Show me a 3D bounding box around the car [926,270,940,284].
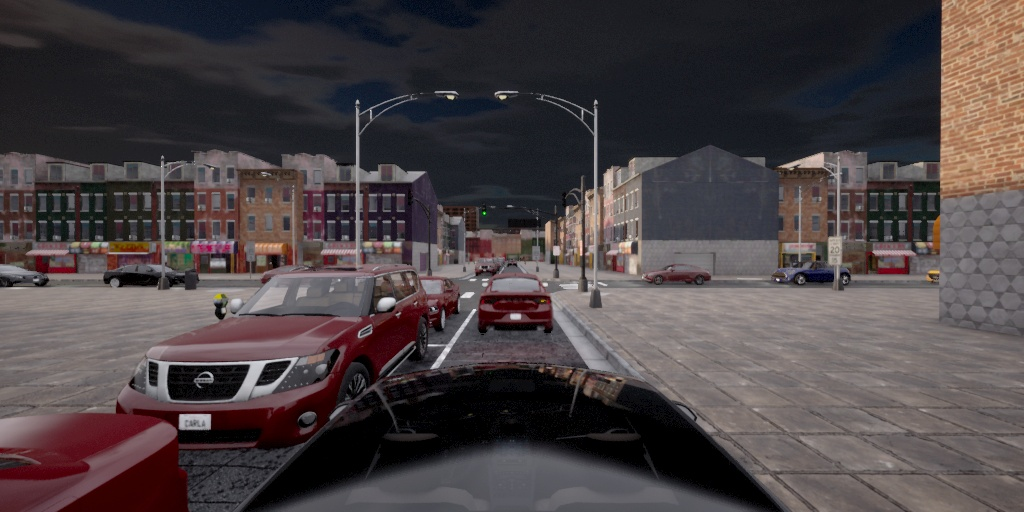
[{"bbox_3d":[32.846,1.274,25.686,5.008,1.535,1.882,0,0,0],"label":"car"}]

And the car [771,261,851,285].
[{"bbox_3d":[21.309,1.129,25.708,4.553,1.767,2.097,0,0,0],"label":"car"}]

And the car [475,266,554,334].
[{"bbox_3d":[0.095,1.229,10.699,1.882,1.535,5.008,0,0,0],"label":"car"}]

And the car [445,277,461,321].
[{"bbox_3d":[-2.645,1.296,10.939,1.888,1.381,4.507,0,0,0],"label":"car"}]

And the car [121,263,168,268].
[{"bbox_3d":[-22.811,1.226,22.809,5.008,1.535,1.882,0,0,0],"label":"car"}]

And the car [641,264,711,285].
[{"bbox_3d":[11.735,1.290,25.718,4.674,1.442,1.812,0,0,2],"label":"car"}]

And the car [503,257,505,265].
[{"bbox_3d":[-2.680,1.351,64.482,2.007,1.370,4.403,0,0,0],"label":"car"}]

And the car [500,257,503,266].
[{"bbox_3d":[-2.669,1.091,48.202,2.192,1.841,5.009,0,0,0],"label":"car"}]

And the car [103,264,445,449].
[{"bbox_3d":[-2.642,1.065,5.505,2.192,1.841,5.009,0,0,0],"label":"car"}]

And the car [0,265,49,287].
[{"bbox_3d":[-32.609,1.271,22.818,4.674,1.442,1.812,0,0,0],"label":"car"}]

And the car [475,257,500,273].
[{"bbox_3d":[-2.662,1.080,37.348,2.192,1.841,5.009,0,0,0],"label":"car"}]

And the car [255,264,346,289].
[{"bbox_3d":[-13.354,1.283,22.835,4.674,1.442,1.812,0,0,-1],"label":"car"}]
